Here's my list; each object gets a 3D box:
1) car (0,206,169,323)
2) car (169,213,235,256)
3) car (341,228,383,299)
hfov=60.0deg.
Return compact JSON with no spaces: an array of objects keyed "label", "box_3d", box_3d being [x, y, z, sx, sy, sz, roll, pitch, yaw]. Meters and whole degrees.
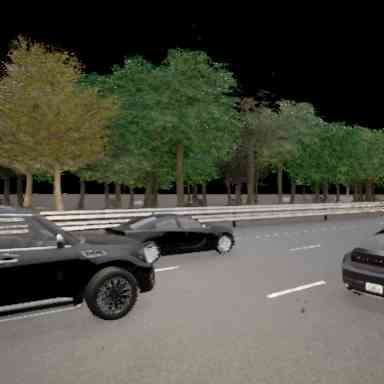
[{"label":"car","box_3d":[-3.378,1.223,5.636,5.566,2.045,2.150,0,0,-35]},{"label":"car","box_3d":[-0.653,1.496,11.875,5.008,1.535,1.882,0,0,-35]},{"label":"car","box_3d":[5.337,1.530,7.548,4.892,1.490,1.837,0,0,-35]}]
